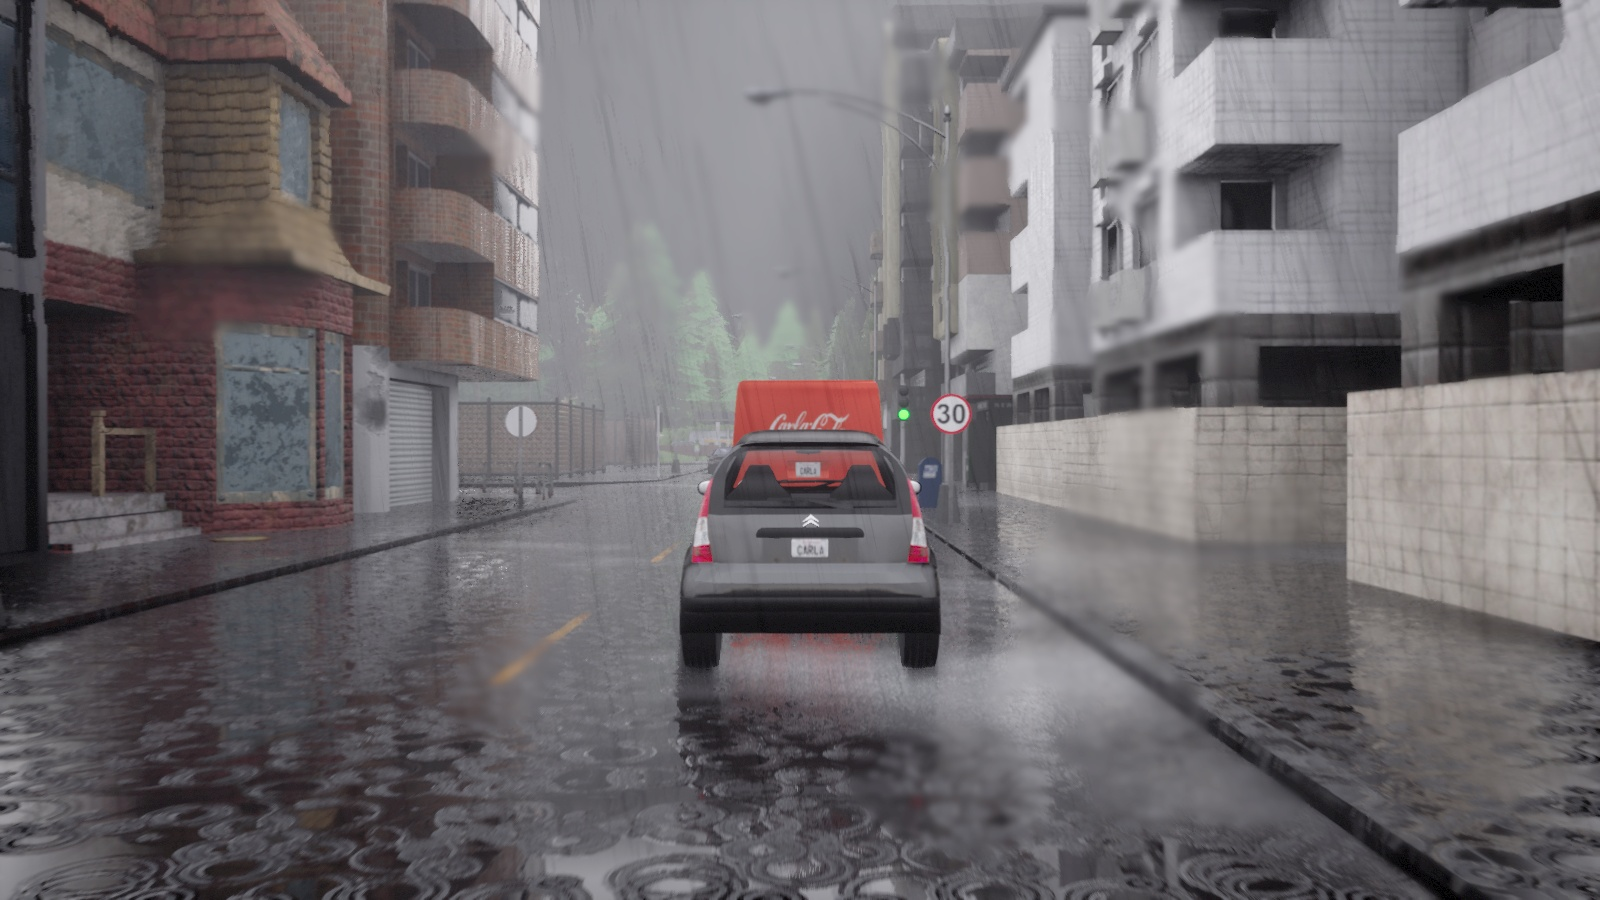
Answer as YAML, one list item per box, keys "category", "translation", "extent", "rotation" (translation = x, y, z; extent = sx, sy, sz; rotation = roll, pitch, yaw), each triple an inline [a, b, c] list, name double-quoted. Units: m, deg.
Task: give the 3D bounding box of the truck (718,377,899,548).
- category: "truck"
  translation: [0.135, 0.174, 20.787]
  extent: [2.627, 2.467, 5.204]
  rotation: [0, 0, 0]

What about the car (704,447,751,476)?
- category: "car"
  translation: [-3.643, 0.532, 64.068]
  extent: [2.033, 1.411, 5.357]
  rotation: [0, 0, 1]

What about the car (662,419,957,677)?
- category: "car"
  translation: [0.072, 0.605, 9.876]
  extent: [1.851, 1.617, 3.988]
  rotation: [0, 0, 0]
